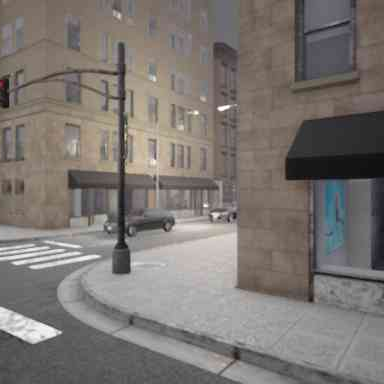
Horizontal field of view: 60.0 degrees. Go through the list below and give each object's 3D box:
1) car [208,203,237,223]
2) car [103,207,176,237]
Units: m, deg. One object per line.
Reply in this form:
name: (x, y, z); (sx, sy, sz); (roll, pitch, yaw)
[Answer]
car: (3.198, 1.648, 27.477); (2.128, 1.511, 4.902); (0, 0, 35)
car: (-2.832, 1.620, 18.980); (1.812, 1.442, 4.674); (0, 0, 37)
